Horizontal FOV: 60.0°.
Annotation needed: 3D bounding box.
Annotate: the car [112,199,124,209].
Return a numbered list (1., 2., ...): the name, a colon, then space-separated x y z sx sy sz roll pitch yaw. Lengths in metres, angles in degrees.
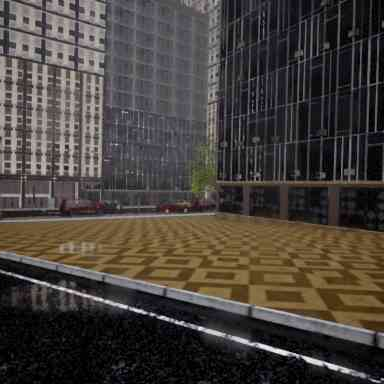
1. car: -11.617 1.714 45.984 4.403 1.369 2.008 1 1 -34

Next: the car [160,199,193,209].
1. car: -2.402 1.779 52.292 4.829 1.417 1.752 1 1 -34

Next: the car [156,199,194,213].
1. car: -2.490 1.961 42.685 4.507 1.381 1.887 1 1 -34

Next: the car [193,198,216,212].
1. car: 2.192 1.777 45.883 5.009 1.841 2.192 1 1 -34

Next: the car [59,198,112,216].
1. car: -11.840 1.640 36.276 5.009 1.841 2.192 1 1 -34

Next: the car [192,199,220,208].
1. car: 2.415 1.867 55.592 4.313 1.339 1.947 1 1 -34
